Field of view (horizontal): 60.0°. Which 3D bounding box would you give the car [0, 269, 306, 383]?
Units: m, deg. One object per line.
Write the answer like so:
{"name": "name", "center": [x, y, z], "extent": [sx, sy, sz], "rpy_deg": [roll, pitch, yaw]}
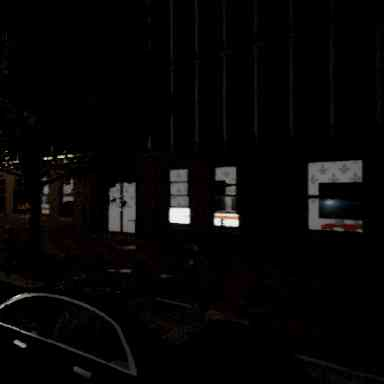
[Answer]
{"name": "car", "center": [-1.072, 1.556, 3.638], "extent": [4.403, 1.369, 2.008], "rpy_deg": [0, 0, 35]}
